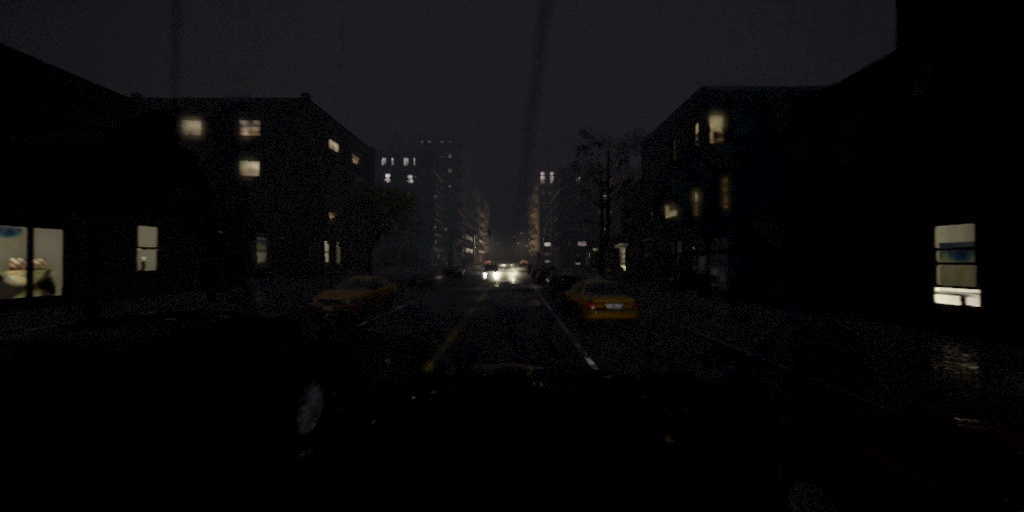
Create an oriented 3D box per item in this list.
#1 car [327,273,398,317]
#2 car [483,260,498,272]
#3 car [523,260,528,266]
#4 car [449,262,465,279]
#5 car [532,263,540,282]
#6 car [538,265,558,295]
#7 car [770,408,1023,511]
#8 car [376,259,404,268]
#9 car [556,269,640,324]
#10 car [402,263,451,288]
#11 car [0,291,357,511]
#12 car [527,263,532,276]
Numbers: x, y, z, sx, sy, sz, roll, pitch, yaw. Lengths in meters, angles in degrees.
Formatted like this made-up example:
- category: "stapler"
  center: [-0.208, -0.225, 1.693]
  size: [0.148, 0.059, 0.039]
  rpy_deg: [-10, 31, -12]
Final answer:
- category: "car"
  center: [-5.762, 1.341, 13.594]
  size: [1.751, 1.417, 4.829]
  rpy_deg: [0, 0, 0]
- category: "car"
  center: [-3.013, 1.632, 52.756]
  size: [1.895, 1.301, 4.718]
  rpy_deg: [0, 0, 0]
- category: "car"
  center: [2.810, 1.542, 45.752]
  size: [1.888, 1.381, 4.507]
  rpy_deg: [0, 0, 0]
- category: "car"
  center: [-5.827, 1.378, 35.648]
  size: [1.967, 1.591, 4.097]
  rpy_deg: [0, 0, 0]
- category: "car"
  center: [2.815, 1.459, 27.749]
  size: [1.948, 1.339, 4.313]
  rpy_deg: [0, 0, 0]
- category: "car"
  center: [2.788, 1.402, 20.205]
  size: [2.007, 1.370, 4.403]
  rpy_deg: [0, 0, 0]
- category: "car"
  center: [2.698, 1.290, 0.747]
  size: [1.888, 1.381, 4.507]
  rpy_deg: [0, 0, 0]
- category: "car"
  center: [-20.023, 1.238, 59.066]
  size: [4.507, 1.381, 1.888]
  rpy_deg: [0, 0, -1]
- category: "car"
  center: [2.749, 1.330, 11.984]
  size: [1.751, 1.417, 4.829]
  rpy_deg: [0, 0, 0]
- category: "car"
  center: [-5.818, 1.428, 24.830]
  size: [2.007, 1.370, 4.403]
  rpy_deg: [0, 0, 0]
- category: "car"
  center: [-3.101, 1.259, 2.533]
  size: [1.837, 1.490, 4.892]
  rpy_deg: [0, 0, 0]
- category: "car"
  center: [2.813, 1.527, 36.751]
  size: [1.802, 1.307, 4.207]
  rpy_deg: [0, 0, 0]
